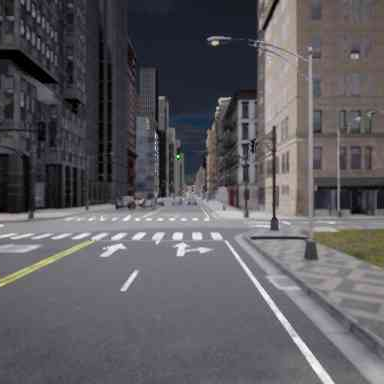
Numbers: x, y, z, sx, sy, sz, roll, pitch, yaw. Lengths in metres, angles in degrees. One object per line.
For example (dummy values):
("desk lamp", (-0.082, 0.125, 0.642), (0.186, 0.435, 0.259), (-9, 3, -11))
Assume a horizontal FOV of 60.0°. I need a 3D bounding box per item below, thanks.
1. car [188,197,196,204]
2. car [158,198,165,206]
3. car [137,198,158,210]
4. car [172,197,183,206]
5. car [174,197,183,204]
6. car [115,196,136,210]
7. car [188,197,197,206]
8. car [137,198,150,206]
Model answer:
("car", (0.076, 2.037, 79.866), (1.812, 1.442, 4.674), (0, -1, 0))
("car", (-6.450, 2.005, 64.884), (1.882, 1.535, 5.008), (0, -1, 0))
("car", (-6.523, 1.891, 49.096), (1.837, 1.490, 4.892), (0, -1, 0))
("car", (-3.184, 2.098, 69.030), (2.033, 1.411, 5.357), (0, -1, 0))
("car", (-3.174, 1.969, 79.454), (1.882, 1.535, 5.008), (0, -1, 0))
("car", (-9.768, 1.611, 49.324), (2.150, 2.045, 5.566), (0, -1, 0))
("car", (0.067, 2.118, 69.860), (1.994, 1.385, 4.181), (0, -1, 0))
("car", (-9.686, 2.021, 66.632), (1.882, 1.535, 5.008), (0, -1, 0))
